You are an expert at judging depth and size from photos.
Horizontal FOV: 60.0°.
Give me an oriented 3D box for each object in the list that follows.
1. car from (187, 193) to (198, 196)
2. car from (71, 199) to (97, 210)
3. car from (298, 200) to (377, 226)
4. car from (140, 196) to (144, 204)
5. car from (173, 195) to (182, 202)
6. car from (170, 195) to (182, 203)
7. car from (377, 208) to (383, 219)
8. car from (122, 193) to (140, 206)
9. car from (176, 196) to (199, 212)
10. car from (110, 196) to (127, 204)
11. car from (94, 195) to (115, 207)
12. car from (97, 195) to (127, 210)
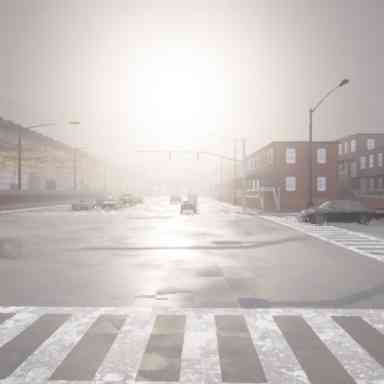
[{"bbox_3d":[0.067,1.224,72.793,2.150,2.045,5.566,0,0,0],"label":"car"},{"bbox_3d":[-14.039,1.601,43.285,1.895,1.301,4.718,0,0,0],"label":"car"},{"bbox_3d":[9.832,1.352,23.130,4.553,1.767,2.097,0,0,-1],"label":"car"},{"bbox_3d":[-10.475,1.504,64.926,1.837,1.490,4.892,0,0,1],"label":"car"},{"bbox_3d":[-3.426,1.477,80.557,1.882,1.535,5.008,0,0,0],"label":"car"},{"bbox_3d":[-3.339,1.352,67.637,2.097,1.767,4.553,0,0,0],"label":"car"},{"bbox_3d":[17.059,1.546,26.712,5.357,1.411,2.033,0,0,0],"label":"car"},{"bbox_3d":[-10.515,1.223,54.496,2.150,2.045,5.566,0,0,0],"label":"car"},{"bbox_3d":[-0.229,1.547,38.689,2.033,1.411,5.357,0,0,5],"label":"car"},{"bbox_3d":[-13.980,1.491,63.433,2.128,1.511,4.902,0,0,0],"label":"car"},{"bbox_3d":[-14.016,1.352,53.371,2.097,1.767,4.553,0,0,0],"label":"car"},{"bbox_3d":[-10.534,1.547,44.189,2.033,1.411,5.357,0,0,0],"label":"car"}]
